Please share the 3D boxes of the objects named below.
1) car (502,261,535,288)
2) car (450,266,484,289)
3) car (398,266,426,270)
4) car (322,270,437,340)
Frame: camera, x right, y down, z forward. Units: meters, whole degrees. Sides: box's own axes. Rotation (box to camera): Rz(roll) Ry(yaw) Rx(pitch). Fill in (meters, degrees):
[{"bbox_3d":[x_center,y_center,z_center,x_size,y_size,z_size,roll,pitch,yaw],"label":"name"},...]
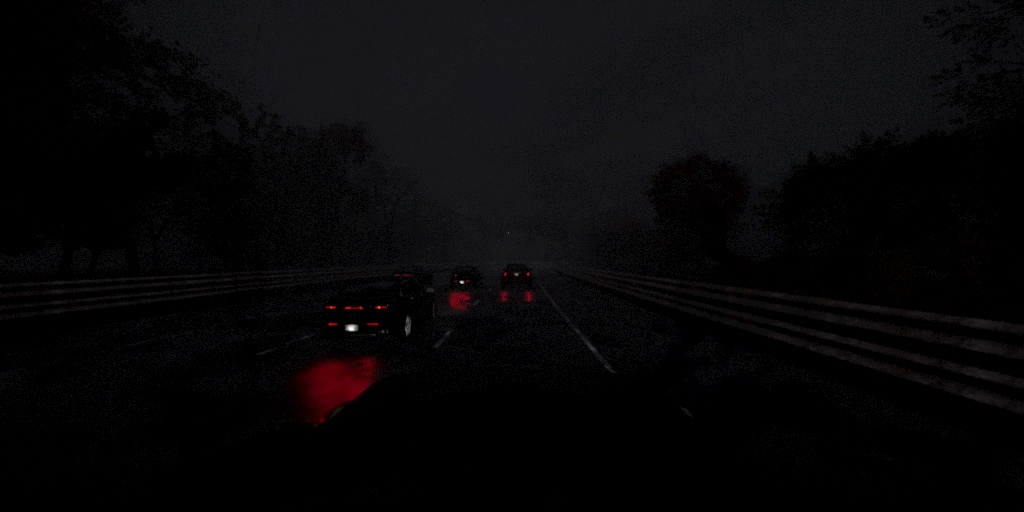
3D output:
[{"bbox_3d":[0.388,1.318,26.452,2.097,1.767,4.553,0,-1,2],"label":"car"},{"bbox_3d":[-3.141,1.456,25.438,1.837,1.490,4.892,0,-1,2],"label":"car"},{"bbox_3d":[-6.678,1.424,24.354,2.128,1.511,4.902,0,-1,2],"label":"car"},{"bbox_3d":[-3.440,1.321,10.148,1.837,1.490,4.892,0,-1,0],"label":"car"}]
